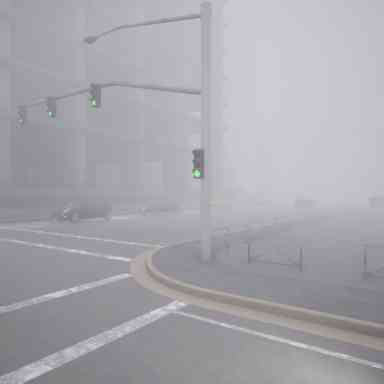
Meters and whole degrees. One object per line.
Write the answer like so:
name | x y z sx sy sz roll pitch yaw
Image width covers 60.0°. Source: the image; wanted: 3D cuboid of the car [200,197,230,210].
car | 2.931 1.422 41.314 1.882 1.535 5.008 0 0 36

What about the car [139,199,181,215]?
car | -3.078 1.436 32.843 2.128 1.511 4.902 0 0 35

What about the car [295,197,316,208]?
car | 16.329 1.422 47.787 1.882 1.535 5.008 0 0 35

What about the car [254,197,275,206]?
car | 11.849 1.474 53.745 1.812 1.442 4.674 0 0 35

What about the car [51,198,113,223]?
car | -8.343 1.296 25.419 2.097 1.767 4.553 0 0 36
